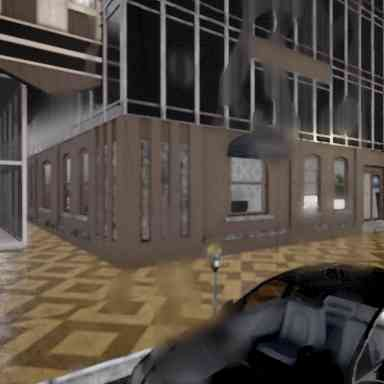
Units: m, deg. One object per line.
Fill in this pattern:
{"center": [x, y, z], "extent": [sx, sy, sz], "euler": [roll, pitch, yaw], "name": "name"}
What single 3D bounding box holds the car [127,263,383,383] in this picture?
{"center": [1.444, 1.554, 3.480], "extent": [4.313, 1.339, 1.947], "euler": [0, 0, -36], "name": "car"}
